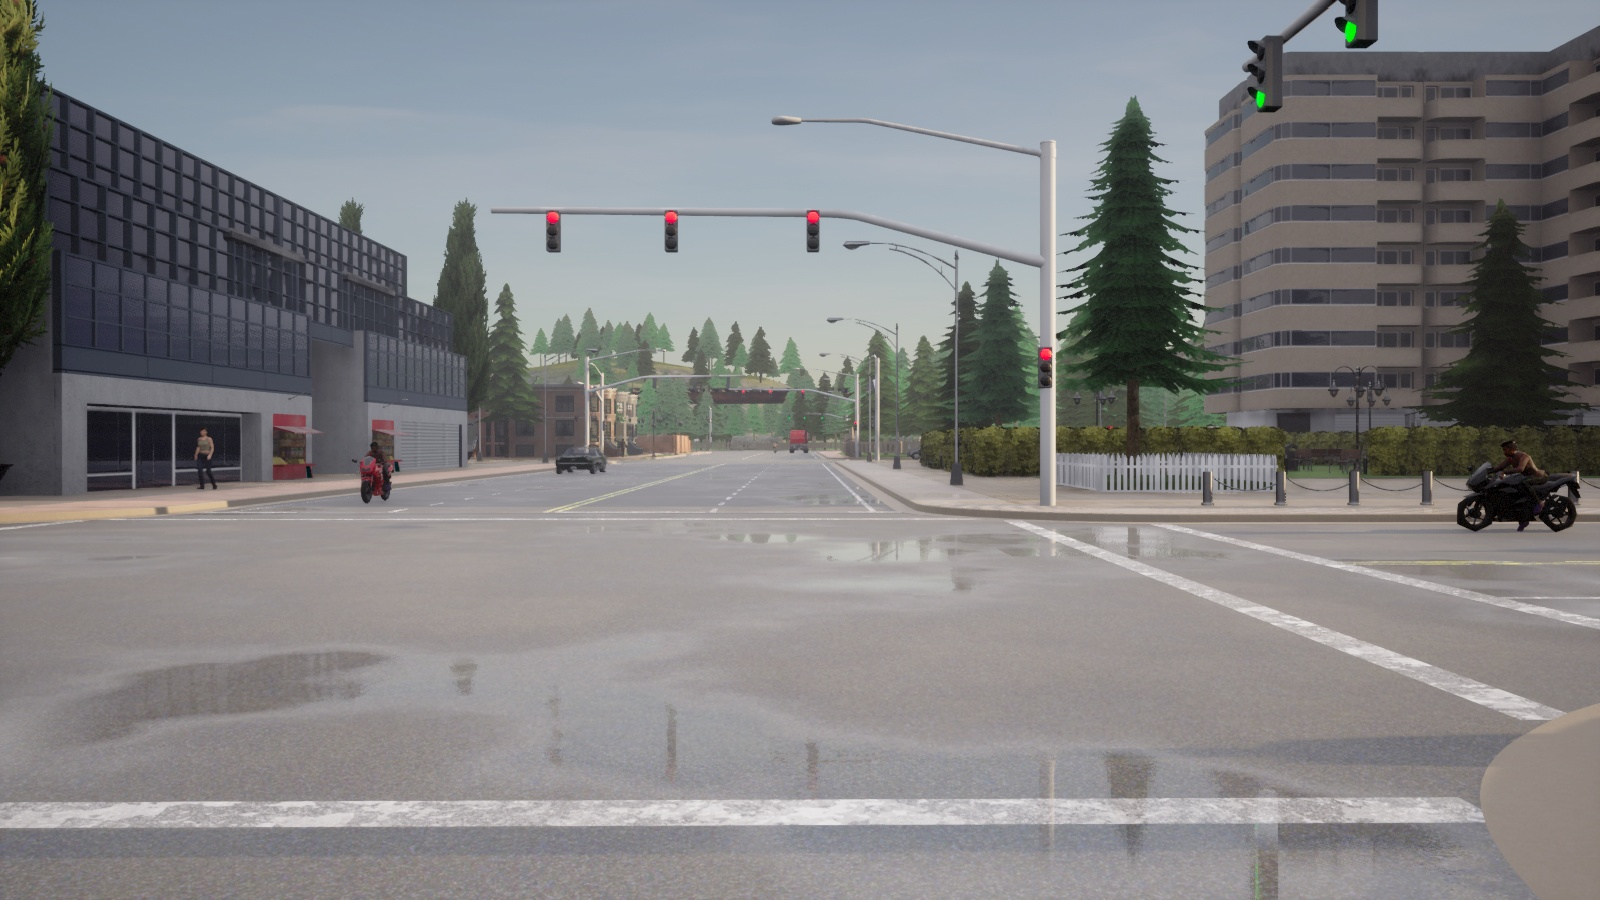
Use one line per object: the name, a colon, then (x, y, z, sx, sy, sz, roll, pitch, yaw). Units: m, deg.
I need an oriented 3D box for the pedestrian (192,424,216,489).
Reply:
pedestrian: (-17.085, 0.188, 36.001, 0.345, 1.836, 0.594, 0, 0, 8)

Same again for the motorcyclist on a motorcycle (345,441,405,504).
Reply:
motorcyclist on a motorcycle: (-10.665, 0.542, 31.586, 0.797, 1.523, 2.044, 0, 0, 0)

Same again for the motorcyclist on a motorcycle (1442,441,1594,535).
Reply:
motorcyclist on a motorcycle: (11.870, 0.621, 20.800, 2.044, 1.523, 0.797, 0, 0, 0)

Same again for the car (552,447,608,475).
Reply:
car: (-10.668, 0.493, 61.238, 1.895, 1.301, 4.718, 0, 0, 0)
